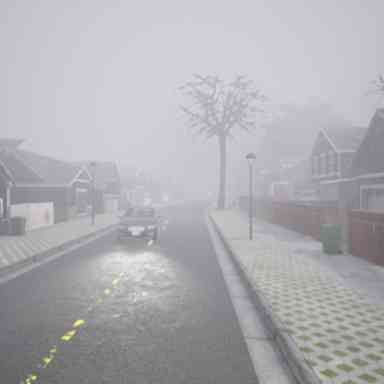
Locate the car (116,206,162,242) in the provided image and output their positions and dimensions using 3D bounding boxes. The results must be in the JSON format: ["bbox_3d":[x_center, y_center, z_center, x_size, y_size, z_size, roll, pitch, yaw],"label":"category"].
[{"bbox_3d":[-2.545,1.488,16.513,2.128,1.511,4.902,0,0,-4],"label":"car"}]
